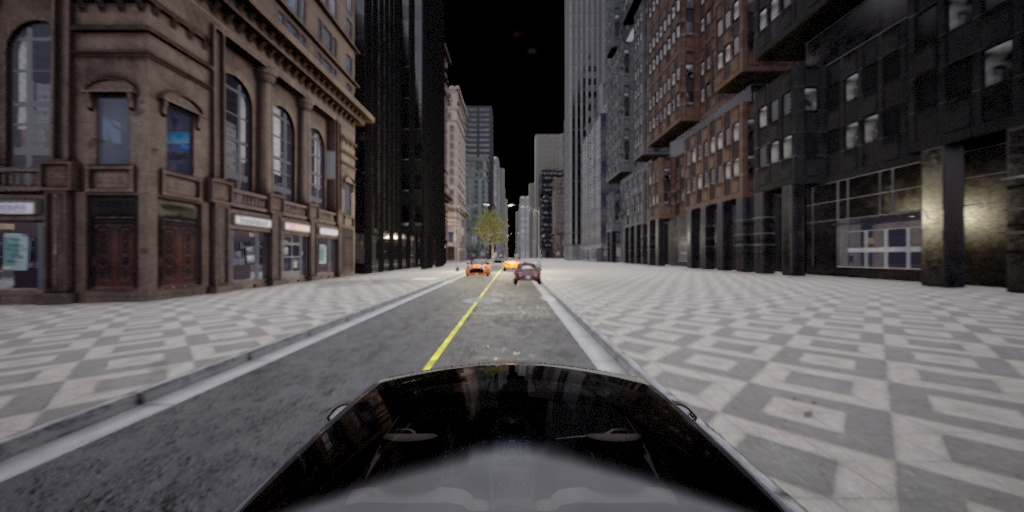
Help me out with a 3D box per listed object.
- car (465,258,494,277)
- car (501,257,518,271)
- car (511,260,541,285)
[{"bbox_3d":[-3.092,1.013,33.605,2.097,1.767,4.553,0,0,0],"label":"car"},{"bbox_3d":[0.032,0.980,47.454,2.097,1.767,4.553,0,0,1],"label":"car"},{"bbox_3d":[1.049,1.208,25.536,1.812,1.442,4.674,0,0,0],"label":"car"}]
